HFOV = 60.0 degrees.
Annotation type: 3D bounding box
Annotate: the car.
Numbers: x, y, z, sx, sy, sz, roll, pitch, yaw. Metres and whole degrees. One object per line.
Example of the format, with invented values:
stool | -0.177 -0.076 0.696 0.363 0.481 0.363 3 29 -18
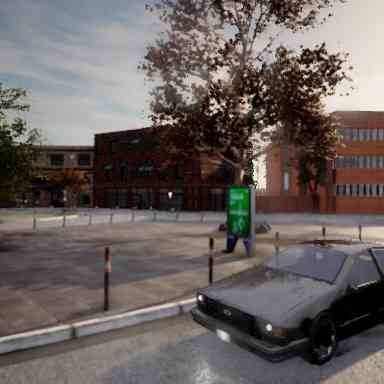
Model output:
car | 2.605 1.621 6.114 5.357 1.411 2.033 1 -1 -35
